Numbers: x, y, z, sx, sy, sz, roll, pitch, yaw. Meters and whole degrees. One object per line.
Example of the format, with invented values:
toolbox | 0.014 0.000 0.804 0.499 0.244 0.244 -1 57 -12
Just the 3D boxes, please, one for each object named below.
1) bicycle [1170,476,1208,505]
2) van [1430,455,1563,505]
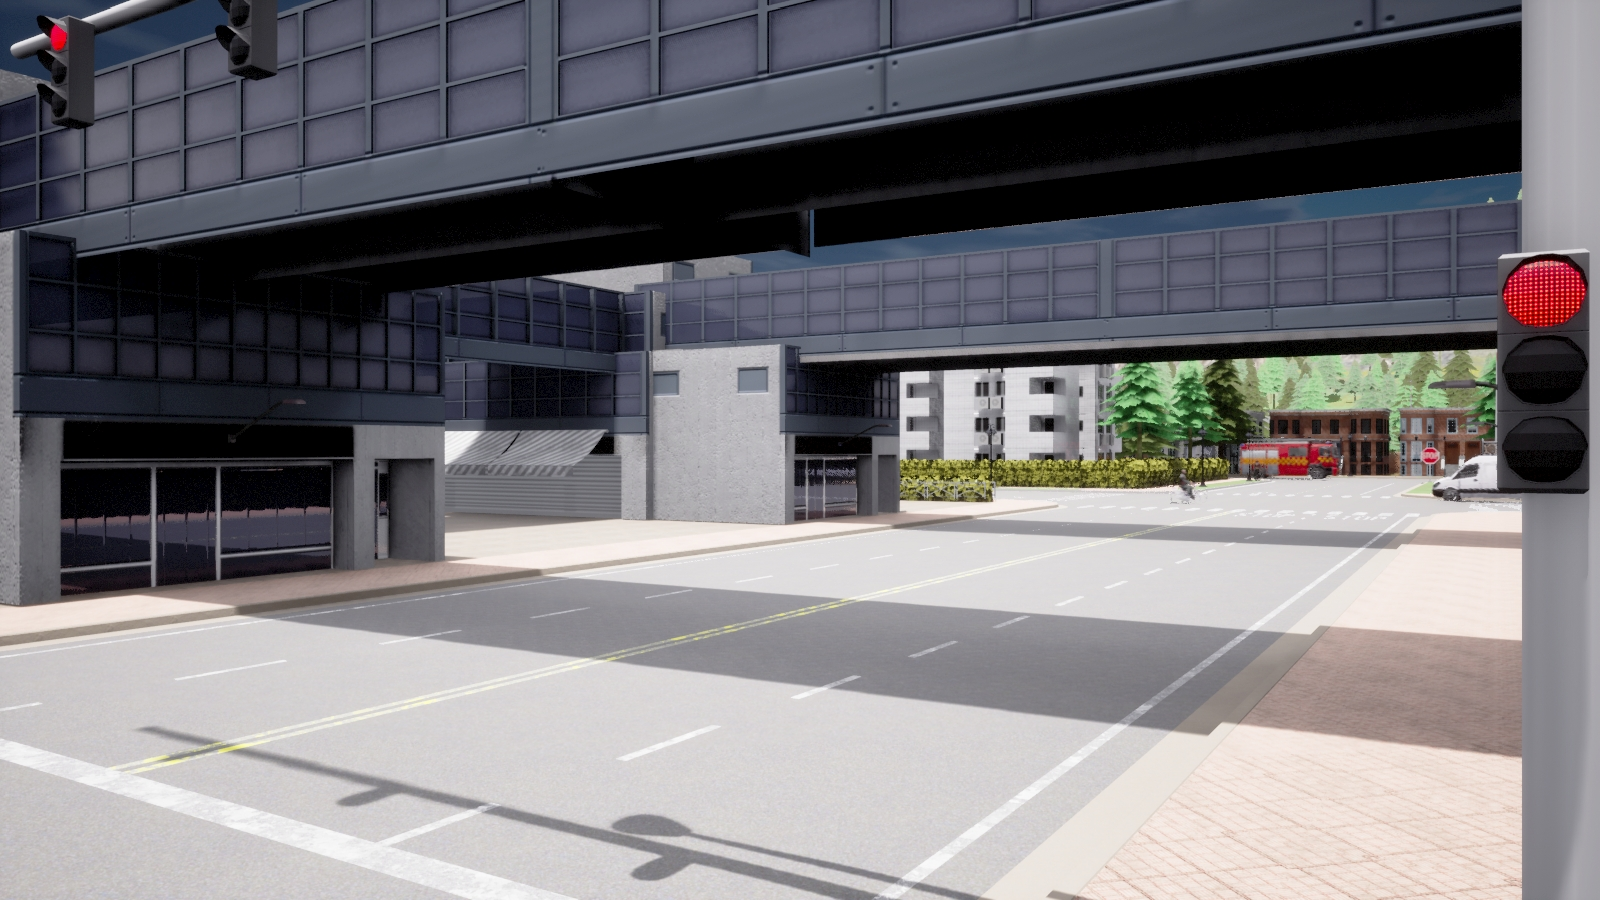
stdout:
bicycle | 20.021 2.060 58.796 1.835 1.471 0.329 0 0 32
van | 37.054 1.534 60.895 5.915 2.561 1.988 0 0 37
